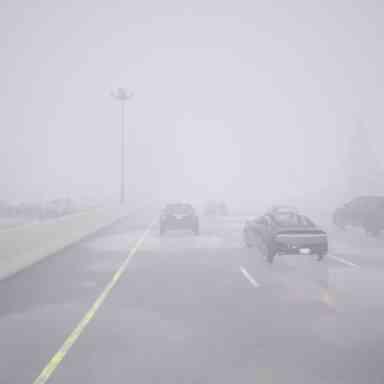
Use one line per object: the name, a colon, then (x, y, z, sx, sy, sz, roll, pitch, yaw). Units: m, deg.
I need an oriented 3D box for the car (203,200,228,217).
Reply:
car: (2.114, 1.485, 30.704, 2.128, 1.511, 4.902, 0, 0, -3)

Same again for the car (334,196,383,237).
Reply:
car: (9.831, 1.198, 18.129, 2.150, 2.045, 5.566, 0, 0, -3)

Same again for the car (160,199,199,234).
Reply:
car: (-0.767, 1.353, 19.511, 2.097, 1.767, 4.553, 0, 0, -3)

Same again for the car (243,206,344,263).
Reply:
car: (3.136, 1.484, 11.985, 2.128, 1.511, 4.902, 0, 0, -3)

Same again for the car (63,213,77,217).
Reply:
car: (-12.080, 1.377, 30.310, 2.097, 1.767, 4.553, 0, 0, -3)

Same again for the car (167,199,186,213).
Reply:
car: (-1.830, 1.549, 38.422, 2.033, 1.411, 5.357, 0, 0, -3)
